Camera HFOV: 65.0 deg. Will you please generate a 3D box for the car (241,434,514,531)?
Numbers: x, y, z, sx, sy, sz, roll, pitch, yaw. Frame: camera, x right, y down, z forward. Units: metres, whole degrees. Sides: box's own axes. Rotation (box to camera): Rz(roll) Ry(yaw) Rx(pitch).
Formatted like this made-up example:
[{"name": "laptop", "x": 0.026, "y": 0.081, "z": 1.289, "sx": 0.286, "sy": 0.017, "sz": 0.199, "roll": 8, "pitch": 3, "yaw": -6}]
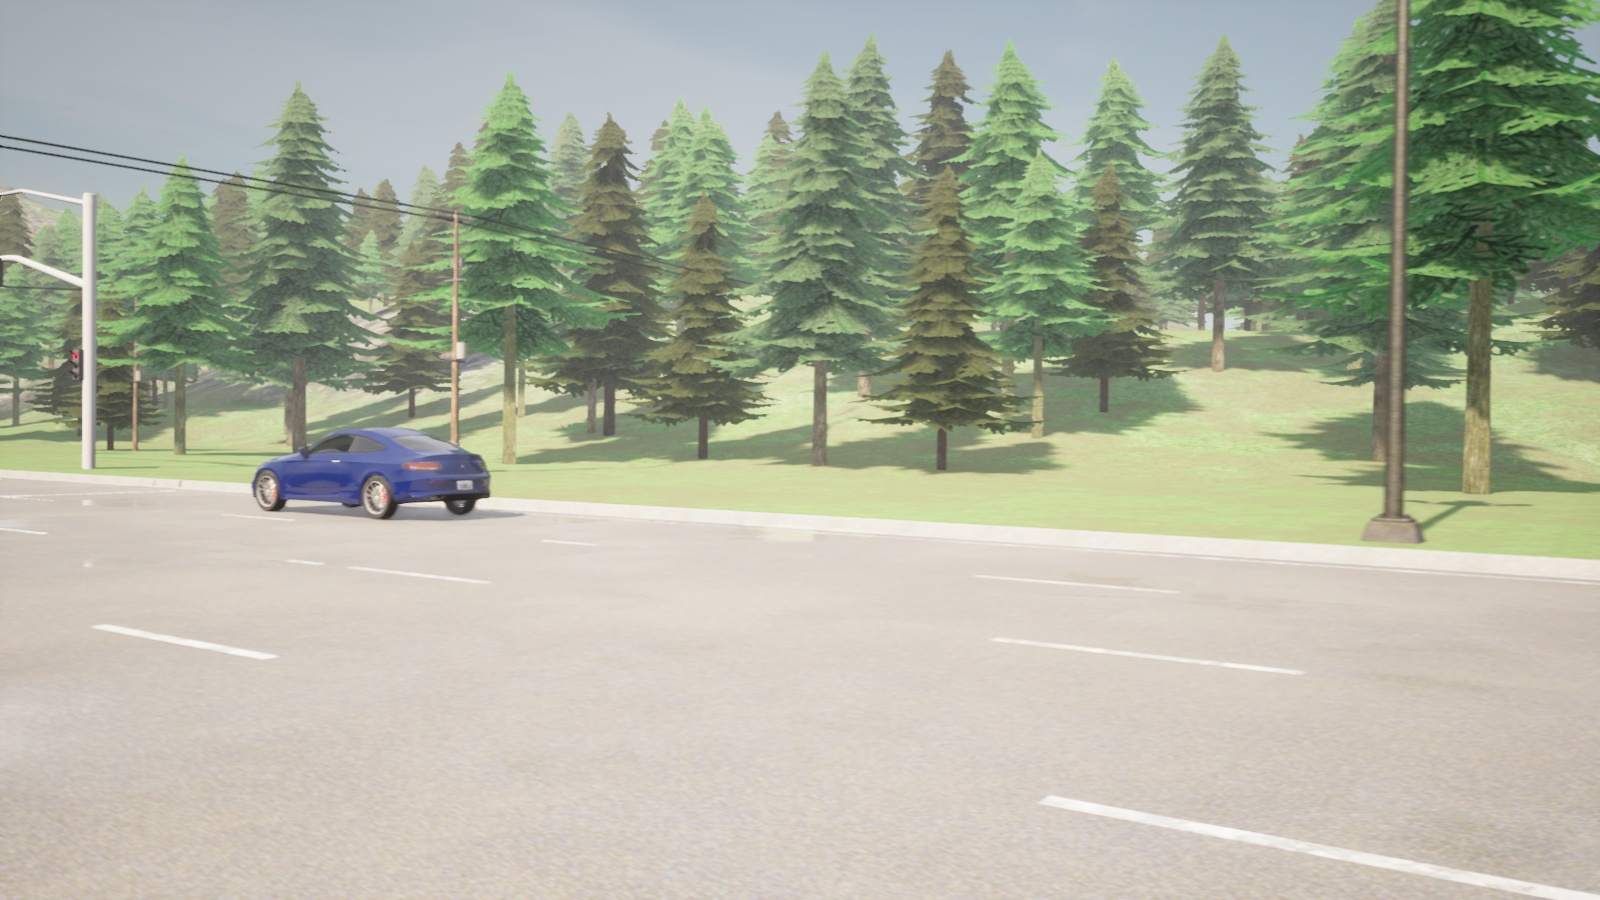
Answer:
[{"name": "car", "x": -7.104, "y": 0.474, "z": 20.943, "sx": 4.674, "sy": 1.442, "sz": 1.812, "roll": 0, "pitch": 1, "yaw": 34}]
